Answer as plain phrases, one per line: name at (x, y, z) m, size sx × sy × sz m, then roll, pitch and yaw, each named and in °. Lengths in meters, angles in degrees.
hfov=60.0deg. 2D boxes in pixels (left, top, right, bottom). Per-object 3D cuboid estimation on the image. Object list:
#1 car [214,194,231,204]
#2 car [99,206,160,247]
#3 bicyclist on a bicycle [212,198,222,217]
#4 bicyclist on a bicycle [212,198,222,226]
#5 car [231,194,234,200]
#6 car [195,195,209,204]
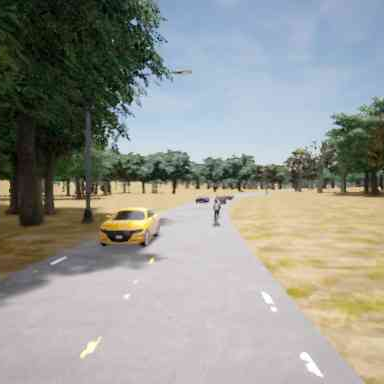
car at (4.802, 1.156, 55.453) m, size 2.128 × 1.511 × 4.902 m, roll 0°, pitch 1°, yaw 10°
car at (-2.667, 1.439, 15.114) m, size 1.882 × 1.535 × 5.008 m, roll 0°, pitch 0°, yaw 3°
bicyclist on a bicycle at (2.274, 1.342, 29.969) m, size 0.866 × 1.612 × 1.509 m, roll 0°, pitch 0°, yaw 5°
bicyclist on a bicycle at (1.631, 1.401, 22.023) m, size 0.582 × 1.620 × 1.656 m, roll 0°, pitch 0°, yaw 4°
car at (8.197, 1.044, 73.695) m, size 1.895 × 1.301 × 4.718 m, roll 1°, pitch 1°, yaw 13°
car at (1.717, 1.238, 56.232) m, size 1.895 × 1.301 × 4.718 m, roll 0°, pitch 1°, yaw 10°
